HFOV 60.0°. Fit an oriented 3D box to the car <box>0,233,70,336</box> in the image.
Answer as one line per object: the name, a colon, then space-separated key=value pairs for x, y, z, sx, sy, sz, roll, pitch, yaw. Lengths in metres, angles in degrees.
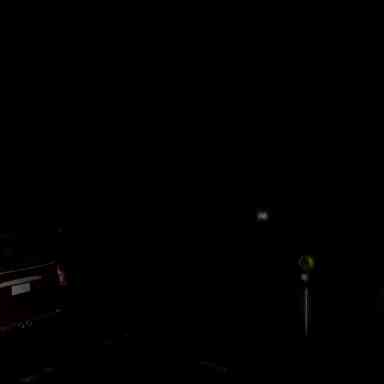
car: x=-4.079 y=1.440 z=5.988 sx=4.097 sy=1.590 sz=1.967 roll=0 pitch=0 yaw=36
